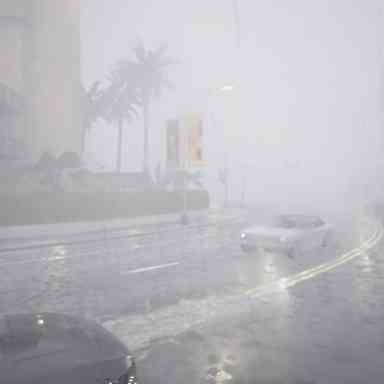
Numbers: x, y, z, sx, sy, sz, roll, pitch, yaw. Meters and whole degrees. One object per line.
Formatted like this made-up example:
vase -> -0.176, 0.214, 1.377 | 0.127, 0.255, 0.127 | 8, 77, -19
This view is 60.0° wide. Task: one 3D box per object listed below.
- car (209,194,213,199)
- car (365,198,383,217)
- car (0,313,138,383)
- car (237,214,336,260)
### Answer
car -> 4.194, 1.109, 85.737 | 2.097, 1.535, 5.008 | -1, 0, -5
car -> 15.820, 1.233, 27.639 | 1.882, 1.535, 5.008 | 0, 0, 16
car -> -2.694, 1.521, 2.017 | 4.892, 1.490, 1.837 | 0, 1, -35
car -> 3.670, 1.522, 12.370 | 1.895, 1.301, 4.718 | 0, 0, 41
